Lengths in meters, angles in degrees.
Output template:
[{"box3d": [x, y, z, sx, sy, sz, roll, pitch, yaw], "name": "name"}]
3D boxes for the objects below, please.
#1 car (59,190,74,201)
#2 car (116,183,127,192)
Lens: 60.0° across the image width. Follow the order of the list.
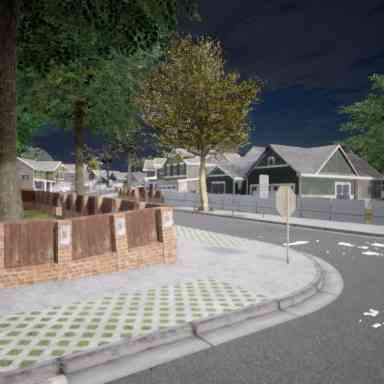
[{"box3d": [-17.918, 0.460, 47.135, 2.128, 1.511, 4.902, 0, 1, -31], "name": "car"}, {"box3d": [-19.631, -0.946, 91.721, 1.882, 1.535, 5.008, 0, 2, -1], "name": "car"}]
